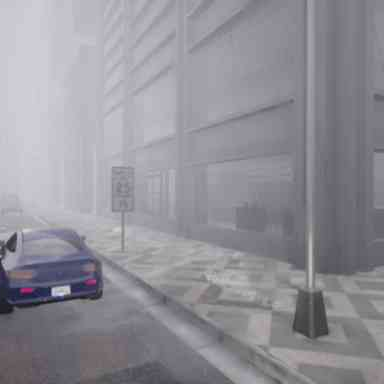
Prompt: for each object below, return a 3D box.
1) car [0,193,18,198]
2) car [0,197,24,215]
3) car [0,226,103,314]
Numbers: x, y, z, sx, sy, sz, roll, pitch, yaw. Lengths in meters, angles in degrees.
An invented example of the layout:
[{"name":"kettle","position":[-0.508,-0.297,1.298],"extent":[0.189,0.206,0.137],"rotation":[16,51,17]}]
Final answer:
[{"name":"car","position":[-23.405,1.196,42.790],"extent":[2.150,2.045,5.566],"rotation":[0,0,-30]},{"name":"car","position":[-18.176,1.527,33.718],"extent":[2.033,1.411,5.357],"rotation":[0,0,-29]},{"name":"car","position":[-3.372,1.521,7.673],"extent":[1.812,1.442,4.674],"rotation":[0,0,-30]}]
